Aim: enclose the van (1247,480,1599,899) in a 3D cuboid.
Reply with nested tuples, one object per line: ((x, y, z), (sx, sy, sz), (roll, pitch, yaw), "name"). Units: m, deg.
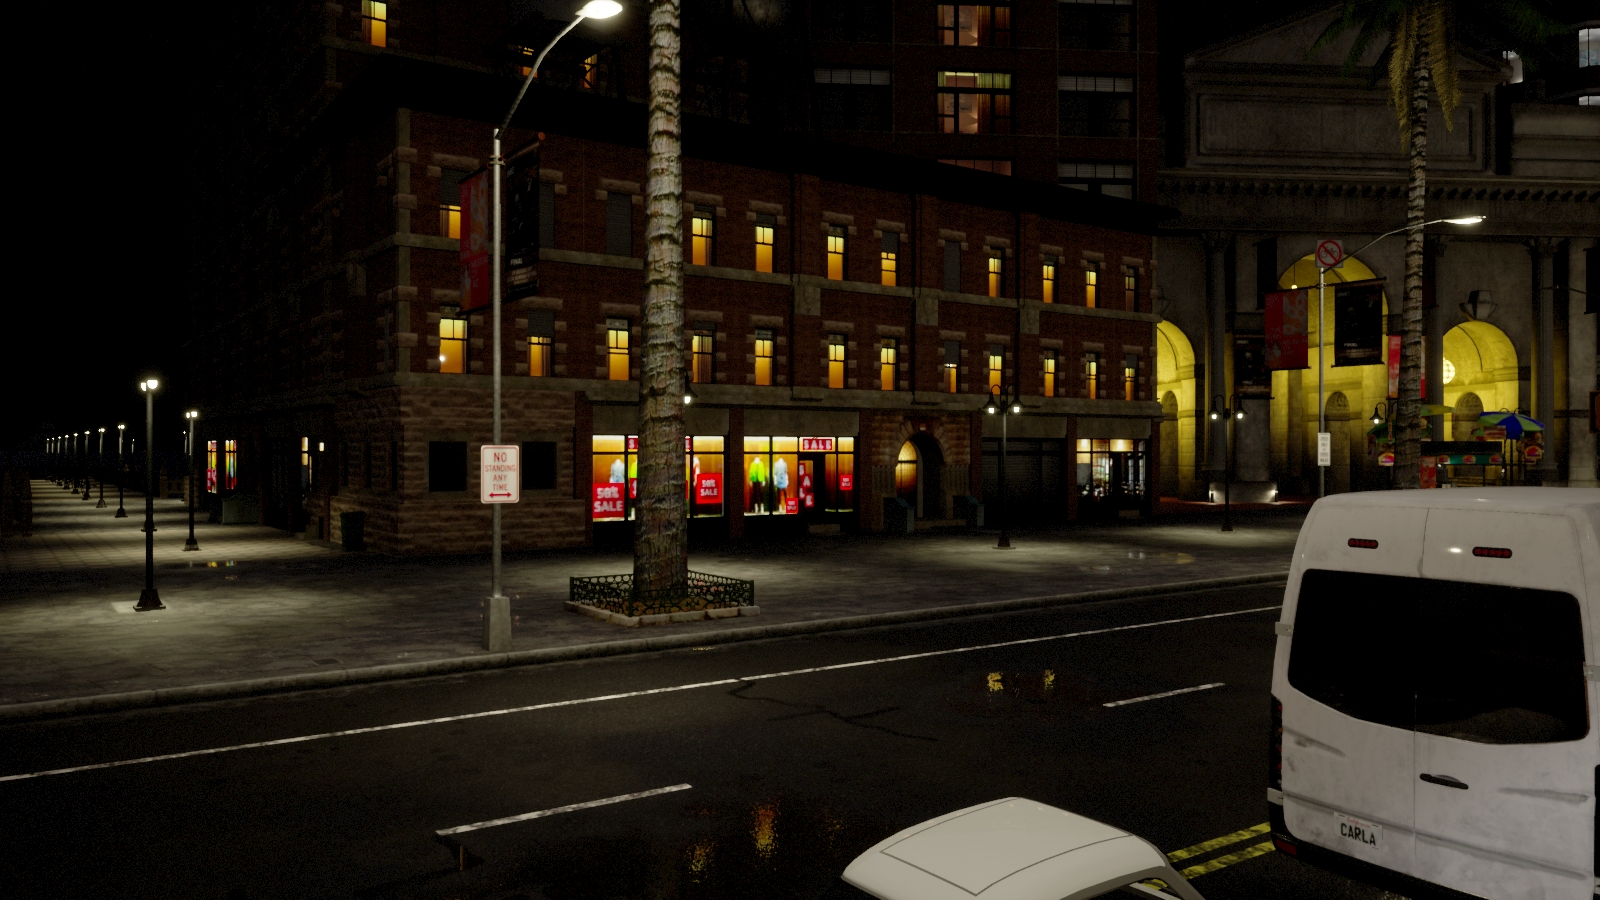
((5.722, 1.534, 7.821), (5.915, 2.561, 1.988), (0, 0, -35), "van")

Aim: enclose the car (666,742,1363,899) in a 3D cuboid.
((0.827, 2.120, 4.347), (2.207, 1.376, 1.481), (0, 0, -35), "car")
